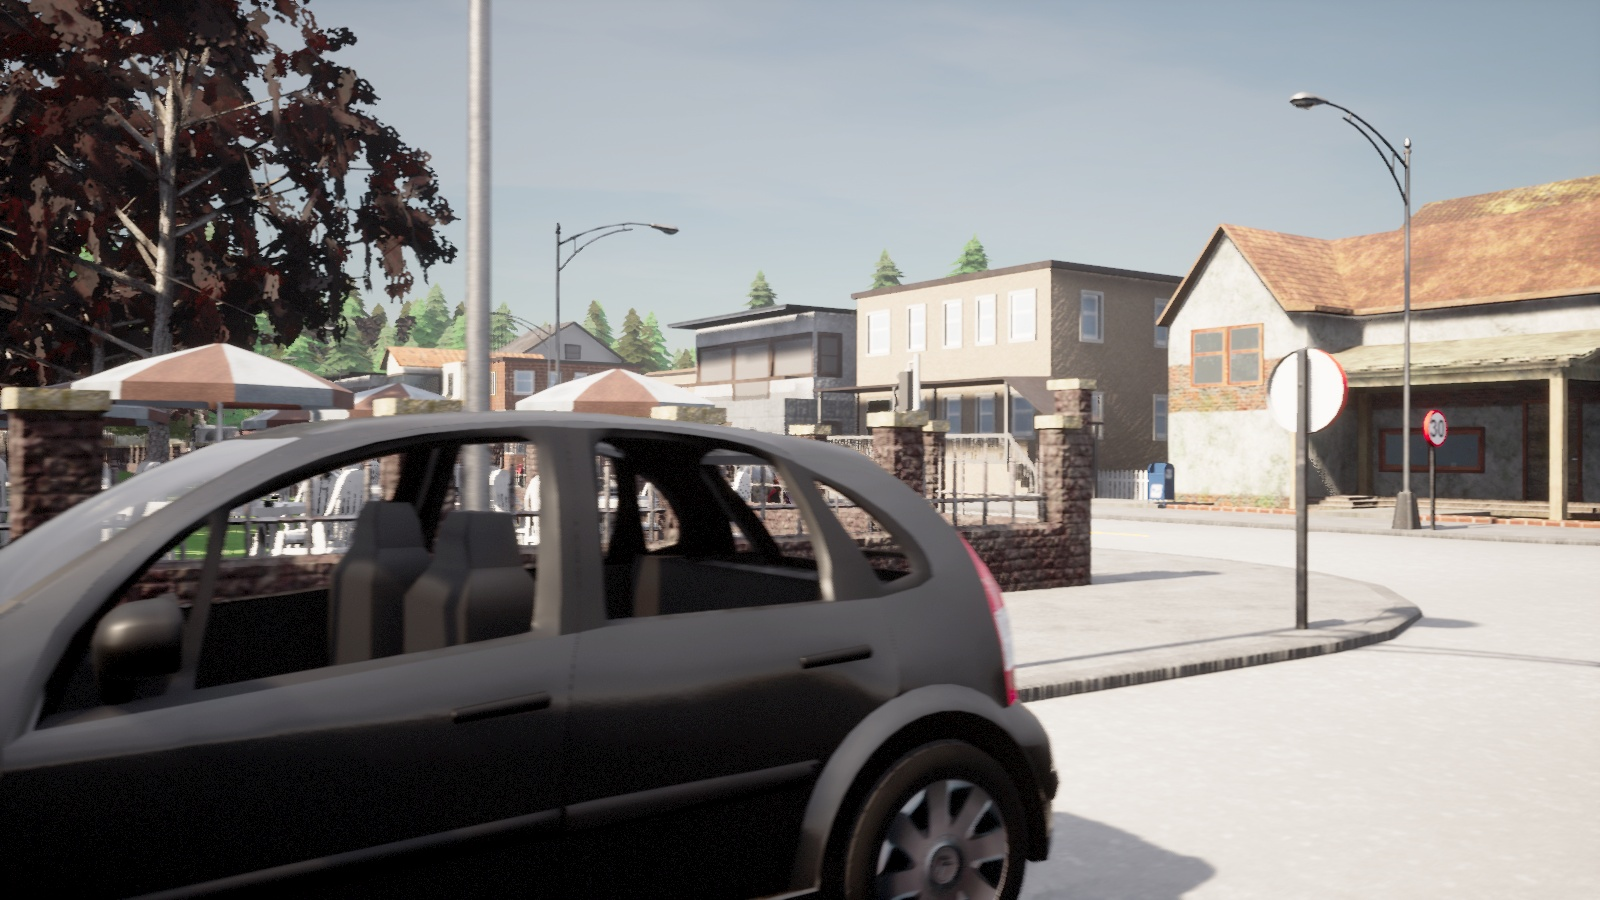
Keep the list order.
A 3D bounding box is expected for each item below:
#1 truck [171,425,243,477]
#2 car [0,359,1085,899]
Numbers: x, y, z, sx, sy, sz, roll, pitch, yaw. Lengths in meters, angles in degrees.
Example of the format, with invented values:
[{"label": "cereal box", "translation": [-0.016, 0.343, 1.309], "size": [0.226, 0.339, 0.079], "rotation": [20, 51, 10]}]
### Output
[{"label": "truck", "translation": [-41.972, 0.097, 88.752], "size": [2.891, 3.462, 7.936], "rotation": [0, 0, -38]}, {"label": "car", "translation": [-1.324, 0.655, 3.339], "size": [3.988, 1.617, 1.851], "rotation": [0, 0, -35]}]
